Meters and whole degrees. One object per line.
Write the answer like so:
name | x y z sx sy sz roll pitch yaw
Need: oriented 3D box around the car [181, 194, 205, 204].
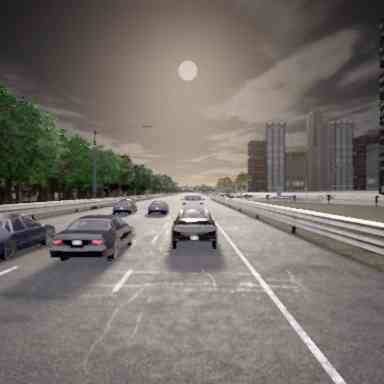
car | 0.080 1.226 33.084 2.150 2.045 5.566 0 0 0

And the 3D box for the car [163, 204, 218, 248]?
car | 0.092 1.493 14.795 2.128 1.511 4.902 0 0 0

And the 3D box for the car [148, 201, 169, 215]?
car | -3.421 1.569 34.624 1.994 1.385 4.181 0 0 0

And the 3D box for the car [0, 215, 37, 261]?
car | -6.908 1.549 12.313 2.033 1.411 5.357 0 0 0

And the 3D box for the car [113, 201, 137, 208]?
car | -6.921 1.569 34.717 1.994 1.385 4.181 0 0 0

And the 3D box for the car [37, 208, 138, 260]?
car | -3.407 1.549 12.351 2.033 1.411 5.357 0 0 0
